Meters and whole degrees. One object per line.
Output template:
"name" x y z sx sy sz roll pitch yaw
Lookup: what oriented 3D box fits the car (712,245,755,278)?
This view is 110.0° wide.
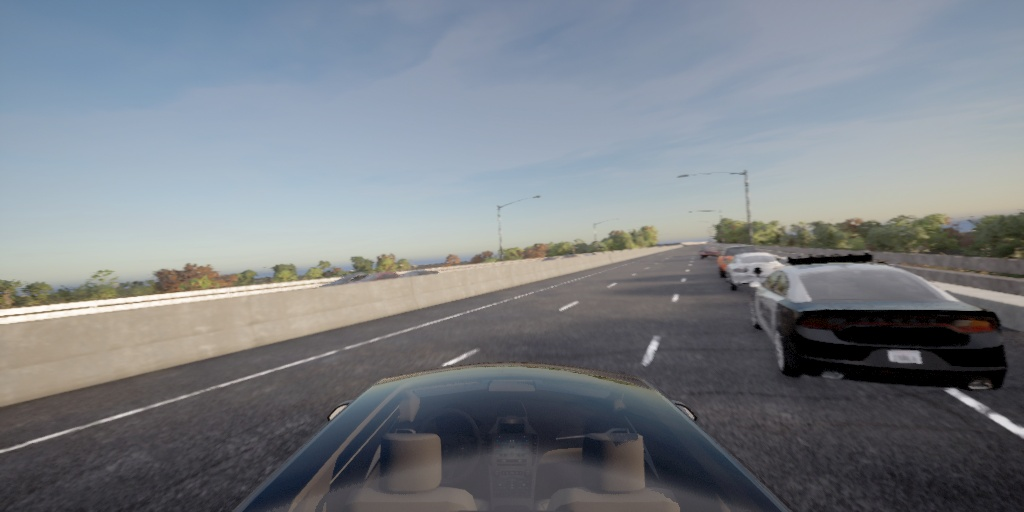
"car" 12.732 0.187 20.152 2.097 1.767 4.553 -4 0 28

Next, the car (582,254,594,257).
"car" 12.953 0.380 60.410 1.812 1.442 4.674 -4 0 28

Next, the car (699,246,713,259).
"car" 23.388 -0.323 42.561 1.895 1.301 4.718 -4 0 28

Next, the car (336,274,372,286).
"car" -9.421 1.930 25.454 1.882 1.535 5.008 -4 0 28

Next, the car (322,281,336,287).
"car" -12.214 2.163 27.640 1.837 1.490 4.892 -4 0 28

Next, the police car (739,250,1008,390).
"police car" 5.370 0.786 6.117 1.930 1.638 5.238 -4 0 28

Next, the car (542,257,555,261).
"car" 6.602 0.871 63.342 1.994 1.385 4.181 -4 0 28

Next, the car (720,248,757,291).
"car" 9.972 0.559 14.869 1.812 1.442 4.674 -4 0 28

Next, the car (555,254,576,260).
"car" 9.699 0.446 61.757 2.097 1.767 4.553 -4 0 28

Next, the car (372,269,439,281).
"car" -6.373 1.707 23.751 1.882 1.535 5.008 -4 0 28
